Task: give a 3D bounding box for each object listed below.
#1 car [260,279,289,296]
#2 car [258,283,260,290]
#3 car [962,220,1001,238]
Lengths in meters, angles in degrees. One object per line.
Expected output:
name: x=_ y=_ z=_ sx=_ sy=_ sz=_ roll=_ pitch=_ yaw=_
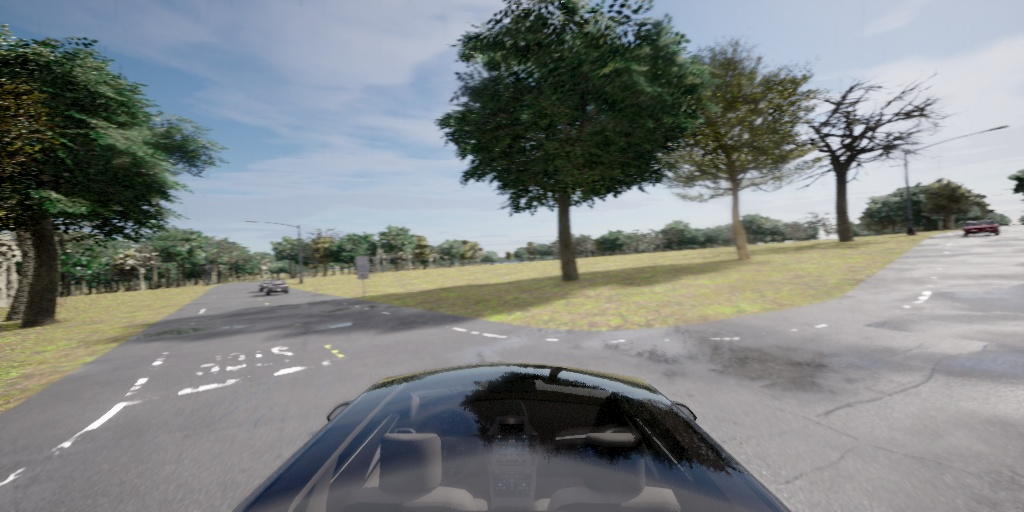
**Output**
car: x=-24.980 y=3.335 z=38.069 sx=2.128 sy=1.511 sz=4.902 roll=-3 pitch=-1 yaw=-38
car: x=-31.464 y=3.805 z=46.348 sx=2.128 sy=1.511 sz=4.902 roll=-3 pitch=-1 yaw=-38
car: x=39.383 y=-2.320 z=30.159 sx=4.718 sy=1.301 sz=1.895 roll=-5 pitch=1 yaw=-38
